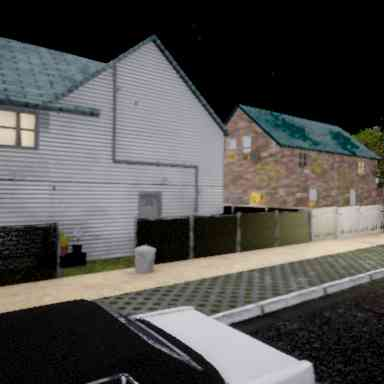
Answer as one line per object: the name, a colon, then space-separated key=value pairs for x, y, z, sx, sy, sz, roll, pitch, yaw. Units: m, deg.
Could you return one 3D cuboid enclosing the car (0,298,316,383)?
car: x=-1.379 y=1.601 z=2.090 sx=4.718 sy=1.301 sz=1.895 roll=0 pitch=0 yaw=-36
